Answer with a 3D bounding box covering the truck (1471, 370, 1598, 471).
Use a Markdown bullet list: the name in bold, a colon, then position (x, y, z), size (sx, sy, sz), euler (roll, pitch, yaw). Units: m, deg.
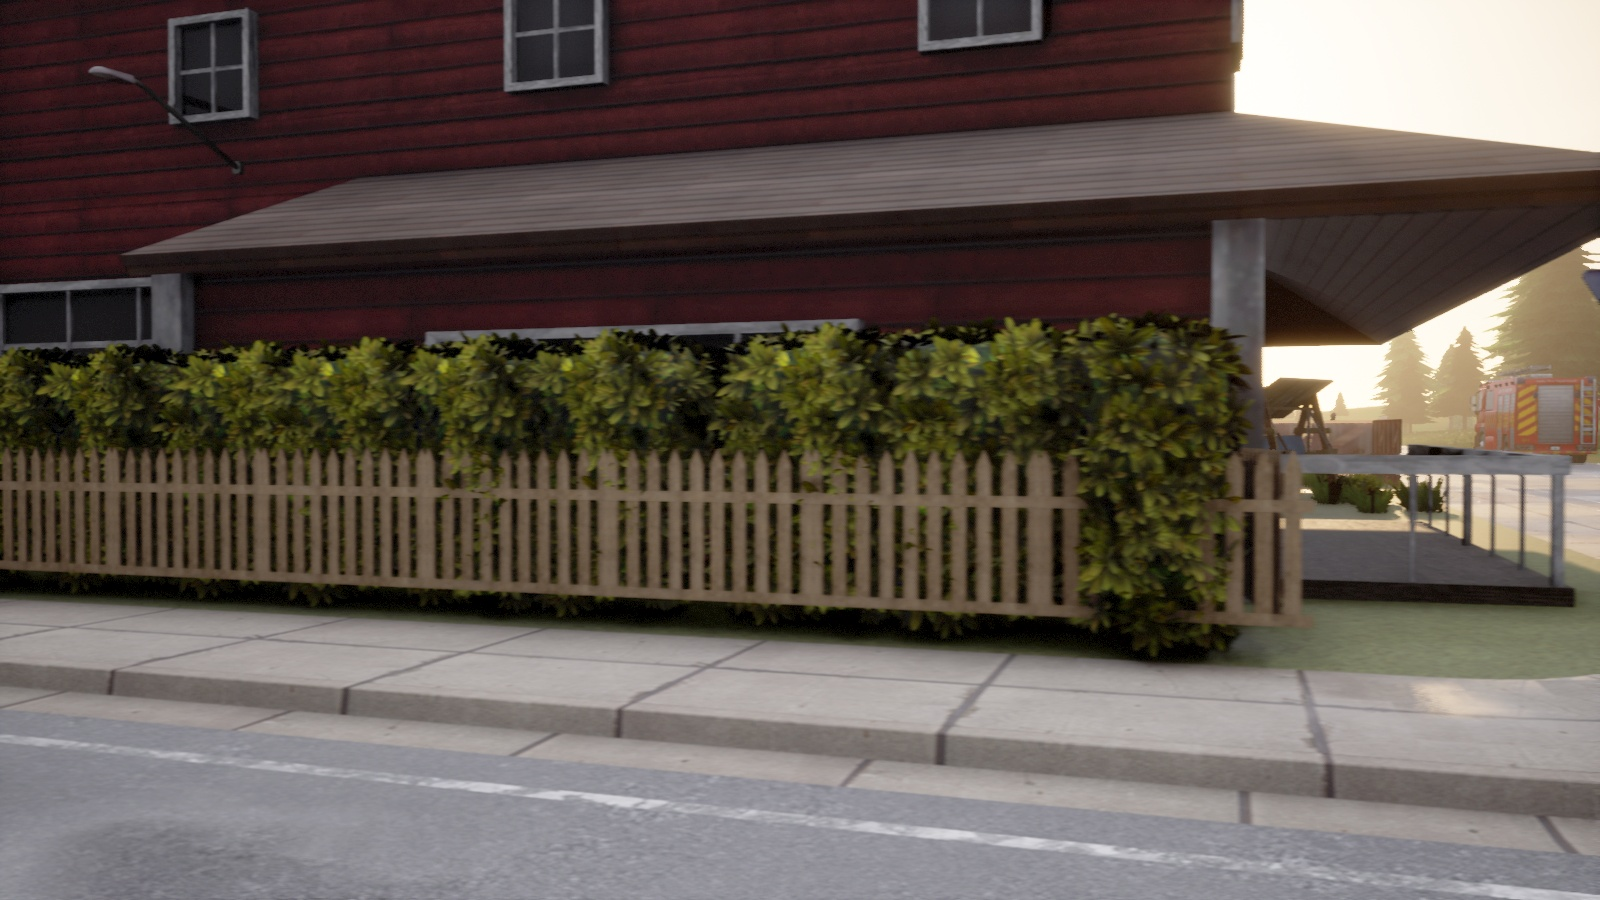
- **truck**: position (30.336, -1.186, 52.268), size (2.891, 3.827, 8.468), euler (1, 1, 19)
